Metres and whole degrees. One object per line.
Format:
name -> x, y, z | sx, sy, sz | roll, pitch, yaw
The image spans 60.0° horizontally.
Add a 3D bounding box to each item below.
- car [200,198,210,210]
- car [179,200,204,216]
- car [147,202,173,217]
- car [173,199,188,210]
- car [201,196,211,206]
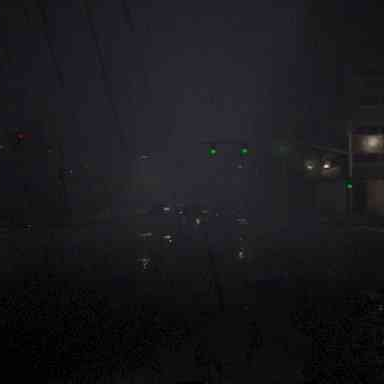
car -> 1.344, 2.112, 52.539 | 1.895, 1.301, 4.718 | -1, -1, 6
car -> 0.054, 1.985, 38.370 | 1.895, 1.301, 4.718 | -1, -1, 5
car -> -3.626, 1.913, 36.546 | 1.837, 1.490, 4.892 | -1, 0, 5
car -> -2.230, 2.024, 51.942 | 1.882, 1.535, 5.008 | -1, -1, 5
car -> 2.815, 1.745, 68.440 | 2.150, 2.045, 5.566 | -1, -1, 5
